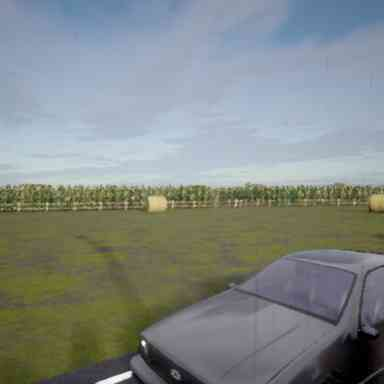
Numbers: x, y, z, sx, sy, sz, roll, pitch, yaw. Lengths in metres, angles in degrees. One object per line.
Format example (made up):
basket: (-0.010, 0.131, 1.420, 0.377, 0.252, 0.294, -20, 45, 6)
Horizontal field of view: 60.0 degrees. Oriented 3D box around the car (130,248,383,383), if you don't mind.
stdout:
car: (1.941, 1.549, 4.498, 5.357, 1.411, 2.033, 0, 0, -36)
